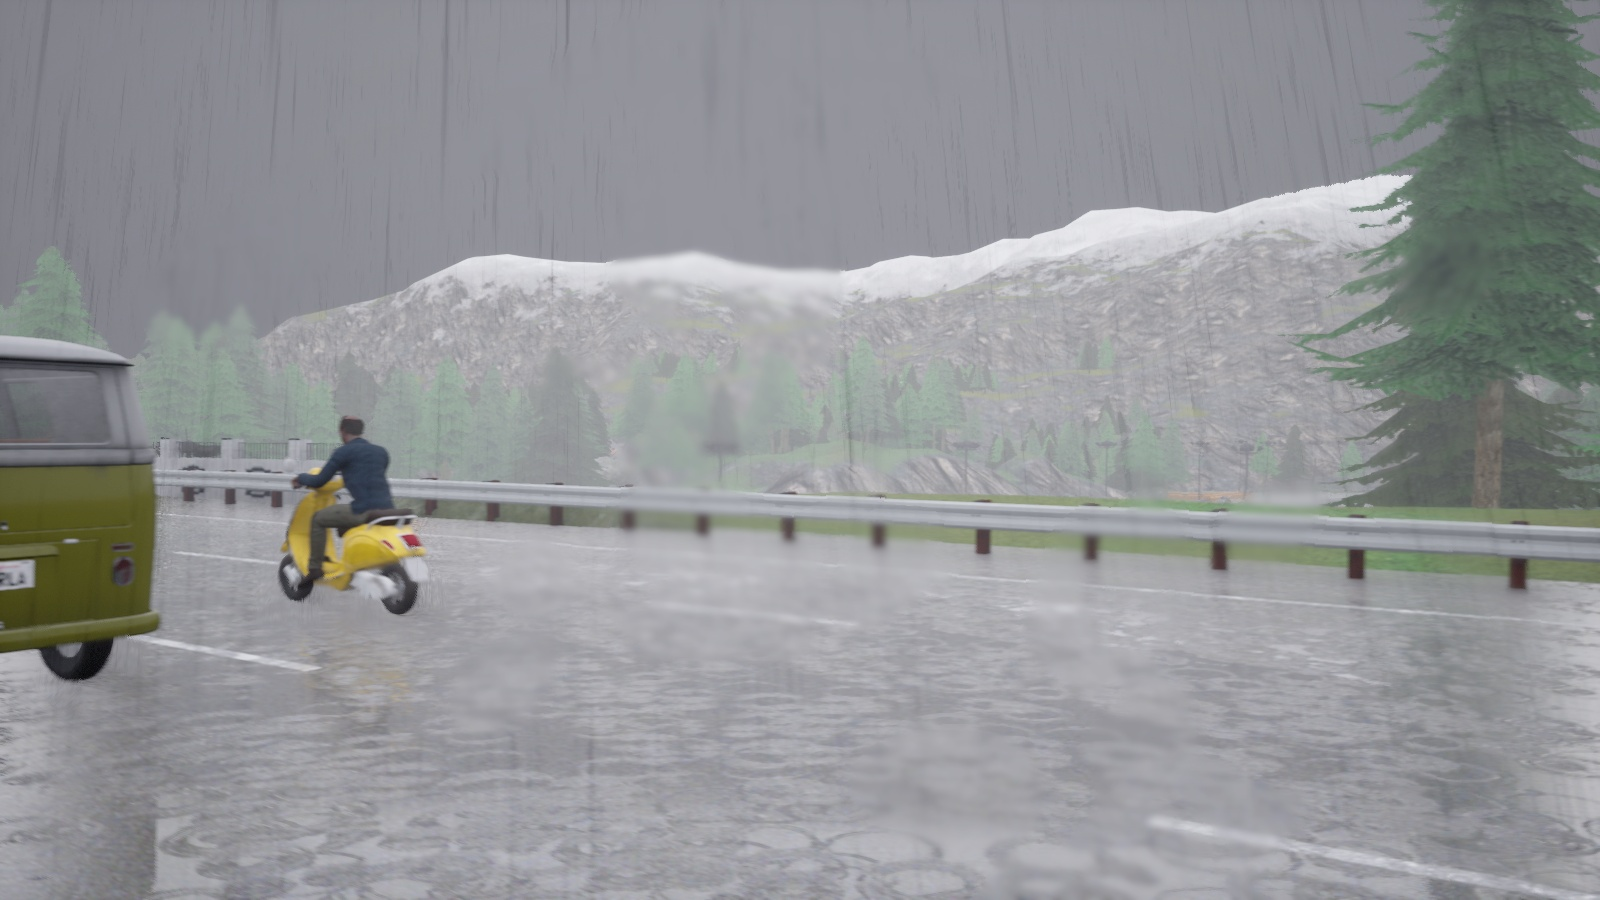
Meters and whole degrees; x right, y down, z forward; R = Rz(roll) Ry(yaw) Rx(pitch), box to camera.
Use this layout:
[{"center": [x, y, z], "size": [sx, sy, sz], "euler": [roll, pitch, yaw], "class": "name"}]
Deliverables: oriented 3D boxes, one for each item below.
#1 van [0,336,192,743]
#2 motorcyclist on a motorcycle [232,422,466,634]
[{"center": [-5.709, 0.435, 7.411], "size": [4.442, 1.987, 1.775], "euler": [0, 1, 34], "class": "van"}, {"center": [-3.704, 0.578, 10.285], "size": [1.817, 1.590, 0.866], "euler": [0, 1, 34], "class": "motorcyclist on a motorcycle"}]
